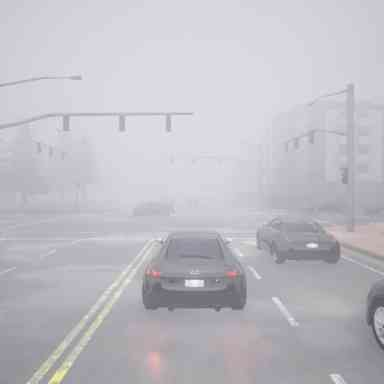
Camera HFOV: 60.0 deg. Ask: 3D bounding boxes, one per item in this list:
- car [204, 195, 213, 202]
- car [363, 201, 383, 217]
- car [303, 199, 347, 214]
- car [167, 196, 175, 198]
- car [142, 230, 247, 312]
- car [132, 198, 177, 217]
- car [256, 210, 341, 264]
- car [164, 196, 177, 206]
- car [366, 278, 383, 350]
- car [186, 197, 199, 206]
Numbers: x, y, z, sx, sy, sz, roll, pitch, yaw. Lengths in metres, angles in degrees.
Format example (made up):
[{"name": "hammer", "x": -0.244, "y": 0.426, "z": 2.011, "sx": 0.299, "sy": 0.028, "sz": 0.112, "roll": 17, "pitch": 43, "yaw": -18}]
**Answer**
[{"name": "car", "x": 3.459, "y": 1.363, "z": 71.343, "sx": 2.128, "sy": 1.511, "sz": 4.902, "roll": 0, "pitch": 0, "yaw": 0}, {"name": "car", "x": 18.543, "y": 1.505, "z": 31.002, "sx": 4.892, "sy": 1.490, "sz": 1.837, "roll": 0, "pitch": 0, "yaw": -2}, {"name": "car", "x": 14.046, "y": 1.492, "z": 34.388, "sx": 4.902, "sy": 1.511, "sz": 2.128, "roll": 0, "pitch": 0, "yaw": -1}, {"name": "car", "x": -3.610, "y": 1.526, "z": 47.134, "sx": 1.812, "sy": 1.442, "sz": 4.674, "roll": 0, "pitch": 0, "yaw": 0}, {"name": "car", "x": 0.055, "y": 1.564, "z": 7.819, "sx": 1.994, "sy": 1.385, "sz": 4.181, "roll": 0, "pitch": 0, "yaw": 0}, {"name": "car", "x": -3.620, "y": 1.564, "z": 31.594, "sx": 1.994, "sy": 1.385, "sz": 4.181, "roll": 0, "pitch": 0, "yaw": 44}, {"name": "car", "x": 3.575, "y": 1.564, "z": 11.904, "sx": 1.994, "sy": 1.385, "sz": 4.181, "roll": 0, "pitch": 0, "yaw": 0}, {"name": "car", "x": -3.607, "y": 1.505, "z": 57.027, "sx": 1.837, "sy": 1.490, "sz": 4.892, "roll": 0, "pitch": 0, "yaw": 0}, {"name": "car", "x": 3.599, "y": 1.505, "z": 3.200, "sx": 1.837, "sy": 1.490, "sz": 4.892, "roll": 0, "pitch": 0, "yaw": 0}, {"name": "car", "x": 0.075, "y": 1.491, "z": 53.903, "sx": 2.128, "sy": 1.511, "sz": 4.902, "roll": 0, "pitch": 0, "yaw": 0}]
